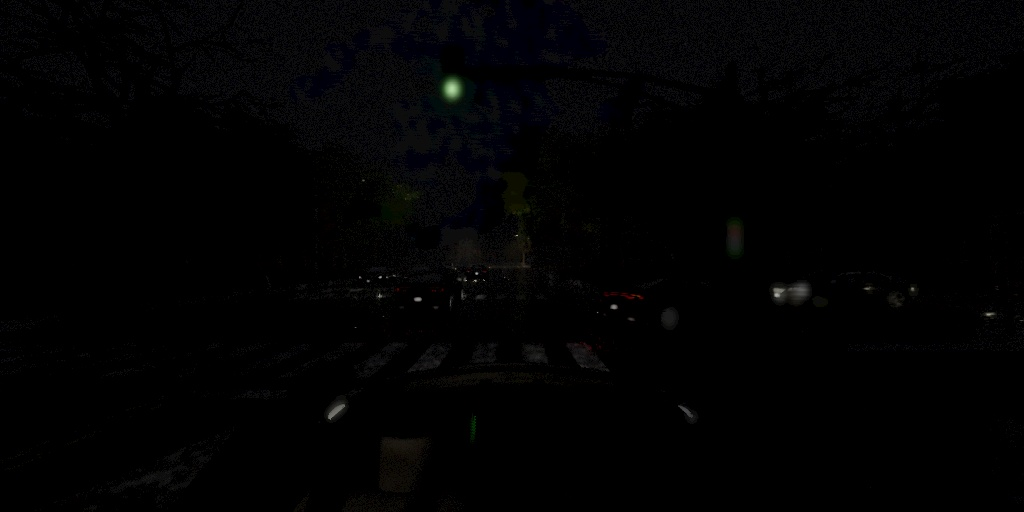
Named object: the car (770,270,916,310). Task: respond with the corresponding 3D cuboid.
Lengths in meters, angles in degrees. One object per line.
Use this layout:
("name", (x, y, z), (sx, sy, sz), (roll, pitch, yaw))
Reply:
("car", (13.177, 1.312, 14.489), (4.902, 1.511, 2.128), (0, 0, 0))

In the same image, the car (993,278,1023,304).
("car", (22.746, 1.287, 14.482), (5.008, 1.535, 1.882), (0, 0, 0))

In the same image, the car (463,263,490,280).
("car", (-3.170, 1.558, 34.321), (1.994, 1.385, 4.181), (0, 0, 0))

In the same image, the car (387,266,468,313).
("car", (-3.158, 1.321, 14.508), (1.882, 1.535, 5.008), (0, 0, 0))

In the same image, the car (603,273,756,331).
("car", (5.207, 1.289, 11.101), (5.008, 1.535, 1.882), (0, -2, -22))

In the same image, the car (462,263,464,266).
("car", (-6.577, 1.616, 46.520), (1.812, 1.442, 4.674), (0, 0, 0))

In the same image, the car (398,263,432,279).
("car", (-9.860, 1.506, 36.931), (2.128, 1.511, 4.902), (0, 0, 0))

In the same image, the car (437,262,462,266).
("car", (-6.617, 1.575, 36.423), (1.994, 1.385, 4.181), (0, 0, 0))

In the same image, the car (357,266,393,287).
("car", (-9.868, 1.463, 26.823), (1.812, 1.442, 4.674), (0, 0, -1))

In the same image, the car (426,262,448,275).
("car", (-9.820, 1.601, 47.319), (1.837, 1.490, 4.892), (0, 0, 1))

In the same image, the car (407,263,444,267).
("car", (-6.617, 1.461, 26.564), (1.812, 1.442, 4.674), (0, 0, 0))
